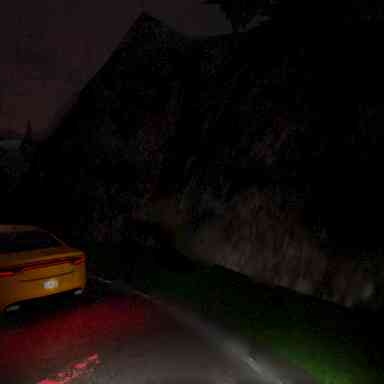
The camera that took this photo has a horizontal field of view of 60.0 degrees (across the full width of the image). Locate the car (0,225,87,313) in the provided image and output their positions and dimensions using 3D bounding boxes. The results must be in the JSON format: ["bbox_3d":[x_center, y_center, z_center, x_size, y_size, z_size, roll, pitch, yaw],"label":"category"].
[{"bbox_3d":[-4.334,1.478,7.503,5.008,1.535,1.882,0,0,42],"label":"car"}]
